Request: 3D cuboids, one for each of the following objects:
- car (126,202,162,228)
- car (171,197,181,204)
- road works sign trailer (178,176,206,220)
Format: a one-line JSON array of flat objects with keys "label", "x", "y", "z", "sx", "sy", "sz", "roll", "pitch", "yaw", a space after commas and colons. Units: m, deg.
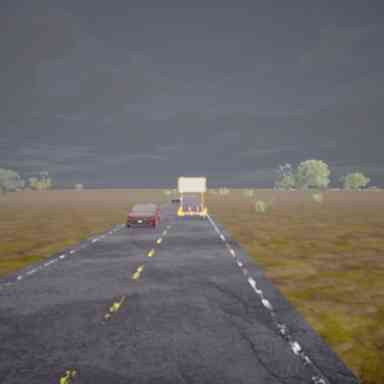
[{"label": "car", "x": -3.096, "y": 1.472, "z": 22.244, "sx": 1.882, "sy": 1.535, "sz": 5.008, "roll": 0, "pitch": 0, "yaw": 0}, {"label": "car", "x": -3.006, "y": 1.588, "z": 63.298, "sx": 1.895, "sy": 1.301, "sz": 4.718, "roll": 0, "pitch": 0, "yaw": 0}, {"label": "road works sign trailer", "x": 0.003, "y": 0.458, "z": 28.182, "sx": 2.380, "sy": 3.560, "sz": 2.880, "roll": 0, "pitch": 0, "yaw": 0}]
